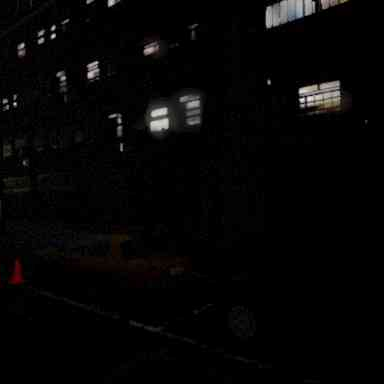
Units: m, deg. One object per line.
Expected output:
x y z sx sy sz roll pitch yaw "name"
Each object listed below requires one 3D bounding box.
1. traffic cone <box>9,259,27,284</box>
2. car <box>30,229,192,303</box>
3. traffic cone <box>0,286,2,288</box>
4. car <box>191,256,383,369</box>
-4.483 2.018 8.580 0.340 0.580 0.340 0 -1 41 "traffic cone"
-2.171 1.598 8.217 4.829 1.417 1.752 0 -2 37 "car"
-4.794 2.010 7.975 0.340 0.580 0.340 0 -1 37 "traffic cone"
2.407 1.610 4.817 4.507 1.381 1.887 0 -2 37 "car"
